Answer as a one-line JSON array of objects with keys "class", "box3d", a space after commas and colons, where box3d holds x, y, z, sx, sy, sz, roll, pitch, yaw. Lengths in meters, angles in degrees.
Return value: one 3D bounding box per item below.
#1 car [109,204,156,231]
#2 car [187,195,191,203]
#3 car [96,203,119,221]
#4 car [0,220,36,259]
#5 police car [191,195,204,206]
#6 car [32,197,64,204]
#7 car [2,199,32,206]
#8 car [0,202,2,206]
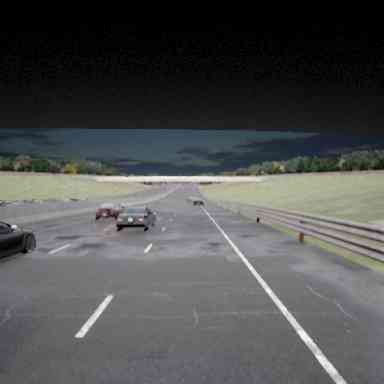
[{"class": "car", "box3d": [-3.405, 1.600, 20.878, 2.033, 1.411, 5.357, 0, 0, 0]}, {"class": "car", "box3d": [-0.034, 1.900, 80.365, 2.128, 1.511, 4.902, 0, 0, 0]}, {"class": "car", "box3d": [-6.907, 1.628, 28.559, 1.812, 1.442, 4.674, 0, 0, 0]}, {"class": "car", "box3d": [-6.903, 1.571, 10.923, 1.994, 1.385, 4.181, 0, 0, 0]}, {"class": "police car", "box3d": [1.210, 1.809, 61.598, 1.930, 1.638, 5.238, 0, -1, 0]}, {"class": "car", "box3d": [-17.592, 1.551, 41.742, 2.097, 1.767, 4.553, 0, 0, 0]}, {"class": "car", "box3d": [-21.091, 1.691, 41.752, 2.128, 1.511, 4.902, 0, 0, 0]}, {"class": "car", "box3d": [-24.596, 1.791, 40.575, 1.895, 1.301, 4.718, 0, 0, 0]}]
